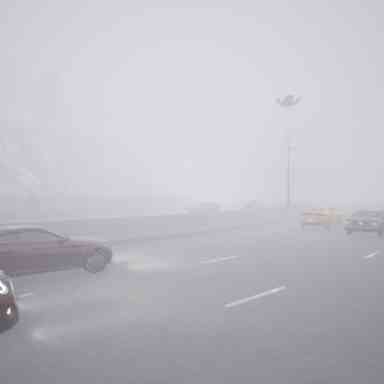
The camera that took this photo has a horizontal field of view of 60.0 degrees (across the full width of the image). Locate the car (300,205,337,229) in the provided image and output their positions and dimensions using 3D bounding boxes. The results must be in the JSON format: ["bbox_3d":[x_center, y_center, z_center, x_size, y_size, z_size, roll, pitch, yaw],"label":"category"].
[{"bbox_3d":[9.291,1.686,23.724,1.882,1.535,5.008,-1,-1,37],"label":"car"}]

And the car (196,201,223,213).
[{"bbox_3d":[2.537,2.048,46.835,2.033,1.411,5.357,-1,-1,24],"label":"car"}]

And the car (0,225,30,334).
[{"bbox_3d":[-5.023,1.435,4.703,4.553,1.767,2.097,0,-1,-35],"label":"car"}]

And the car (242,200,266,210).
[{"bbox_3d":[7.817,1.765,41.760,2.097,1.767,4.553,-1,-1,25],"label":"car"}]

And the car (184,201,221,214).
[{"bbox_3d":[1.498,1.881,37.401,1.882,1.535,5.008,0,-1,31],"label":"car"}]

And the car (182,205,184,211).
[{"bbox_3d":[0.247,2.100,50.345,2.033,1.411,5.357,-1,-1,22],"label":"car"}]

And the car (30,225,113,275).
[{"bbox_3d":[-4.568,1.659,9.395,4.674,1.442,1.812,0,-1,-39],"label":"car"}]

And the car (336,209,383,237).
[{"bbox_3d":[10.350,1.702,19.302,2.033,1.411,5.357,-1,-1,38],"label":"car"}]
